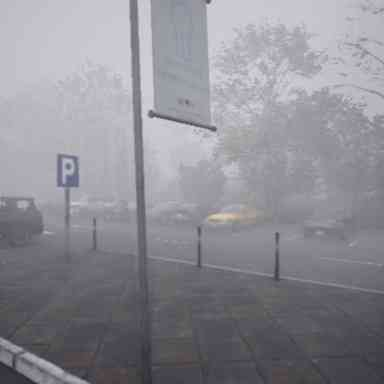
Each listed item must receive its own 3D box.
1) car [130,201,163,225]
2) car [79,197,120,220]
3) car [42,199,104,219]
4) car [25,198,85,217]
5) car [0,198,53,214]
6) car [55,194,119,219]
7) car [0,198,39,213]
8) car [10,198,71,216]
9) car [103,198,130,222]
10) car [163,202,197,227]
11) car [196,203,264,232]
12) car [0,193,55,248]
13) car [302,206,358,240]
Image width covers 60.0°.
[{"bbox_3d":[-1.696,1.463,23.893,2.231,1.521,4.892,0,0,35],"label":"car"},{"bbox_3d":[-6.221,1.452,27.109,2.097,1.535,5.008,0,0,35],"label":"car"},{"bbox_3d":[-10.751,1.444,30.316,2.231,1.521,4.892,0,0,35],"label":"car"},{"bbox_3d":[-13.015,1.436,31.926,2.097,1.535,5.008,0,0,35],"label":"car"},{"bbox_3d":[-17.552,1.446,35.121,2.163,1.488,4.792,0,0,35],"label":"car"},{"bbox_3d":[-8.503,1.196,28.689,2.435,2.045,5.566,0,0,35],"label":"car"},{"bbox_3d":[-19.786,1.427,36.781,2.163,1.488,4.792,1,0,35],"label":"car"},{"bbox_3d":[-15.168,1.423,33.690,1.946,1.575,5.366,0,0,35],"label":"car"},{"bbox_3d":[-3.959,1.457,25.501,2.097,1.535,5.008,0,0,35],"label":"car"},{"bbox_3d":[0.579,1.496,22.304,2.163,1.488,4.792,0,0,35],"label":"car"},{"bbox_3d":[2.717,1.468,20.521,1.946,1.575,5.366,0,0,35],"label":"car"},{"bbox_3d":[-8.585,1.210,12.700,2.435,2.045,5.566,0,0,35],"label":"car"},{"bbox_3d":[7.332,1.511,17.431,2.163,1.488,4.792,0,0,35],"label":"car"}]
